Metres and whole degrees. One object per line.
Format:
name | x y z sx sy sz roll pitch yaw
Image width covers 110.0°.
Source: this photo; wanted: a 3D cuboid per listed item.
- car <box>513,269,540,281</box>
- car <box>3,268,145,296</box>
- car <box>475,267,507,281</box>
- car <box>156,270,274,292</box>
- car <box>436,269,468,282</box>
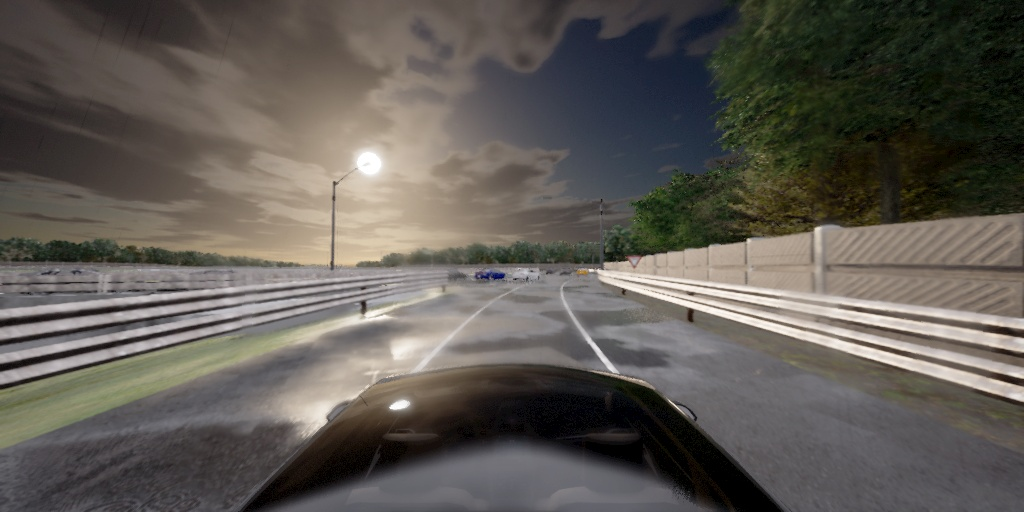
car | 1.779 2.329 43.767 1.812 1.442 4.674 -1 -2 31
car | -23.353 1.397 19.443 4.902 1.511 2.128 2 -2 -44
car | -2.465 2.251 43.526 1.882 1.535 5.008 0 -2 33
car | -16.634 1.525 20.559 2.033 1.411 5.357 -1 -2 39
car | -7.248 2.254 42.680 1.812 1.442 4.674 -1 -2 35
